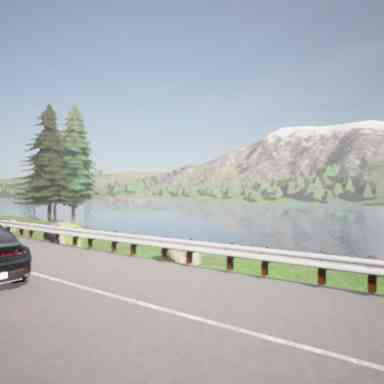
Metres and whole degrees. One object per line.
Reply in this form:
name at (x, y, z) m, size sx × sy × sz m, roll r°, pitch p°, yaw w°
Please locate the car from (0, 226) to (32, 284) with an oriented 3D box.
car at (-5.989, 1.563, 8.573) m, size 4.892 × 1.490 × 1.837 m, roll 0°, pitch 0°, yaw 38°
